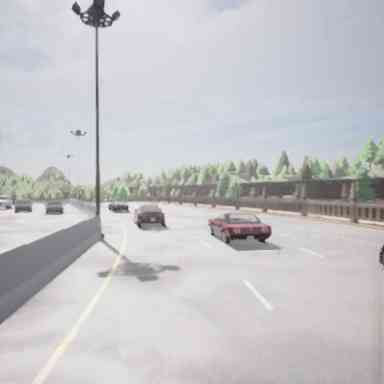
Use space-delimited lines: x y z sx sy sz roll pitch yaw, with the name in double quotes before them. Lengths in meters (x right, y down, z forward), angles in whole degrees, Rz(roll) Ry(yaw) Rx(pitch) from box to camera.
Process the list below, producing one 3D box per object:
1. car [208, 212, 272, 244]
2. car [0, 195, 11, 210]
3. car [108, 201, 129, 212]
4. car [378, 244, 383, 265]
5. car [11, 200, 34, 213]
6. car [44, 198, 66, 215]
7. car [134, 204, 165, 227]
"car" 2.080 1.621 15.985 1.895 1.301 4.718 0 0 -9
"car" -27.754 1.535 48.709 2.150 2.045 5.566 0 0 -23
"car" -9.104 1.743 40.903 1.895 1.301 4.718 0 0 -22
"car" 6.554 1.547 8.045 1.994 1.385 4.181 0 0 -5
"car" -20.716 1.748 41.033 1.837 1.490 4.892 0 0 -23
"car" -15.178 1.695 36.867 1.837 1.490 4.892 0 -1 -23
"car" -3.011 1.591 23.197 1.812 1.442 4.674 0 0 -14
